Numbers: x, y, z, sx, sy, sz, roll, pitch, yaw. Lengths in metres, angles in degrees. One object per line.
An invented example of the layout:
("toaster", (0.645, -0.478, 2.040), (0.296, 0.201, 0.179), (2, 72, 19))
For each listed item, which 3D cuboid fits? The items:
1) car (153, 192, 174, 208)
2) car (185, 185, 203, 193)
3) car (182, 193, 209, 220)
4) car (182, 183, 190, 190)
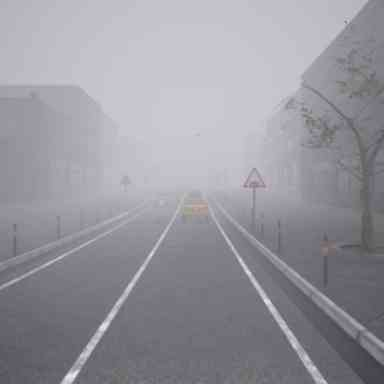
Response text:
("car", (-2.872, 0.734, 34.428), (2.128, 1.511, 4.902), (0, 3, 0))
("car", (0.376, 0.294, 42.474), (1.837, 1.490, 4.892), (0, 4, 0))
("car", (0.251, 1.086, 23.820), (1.801, 1.575, 5.366), (0, 0, 0))
("car", (-1.193, -1.274, 75.701), (2.033, 1.411, 5.357), (0, 2, 6))
